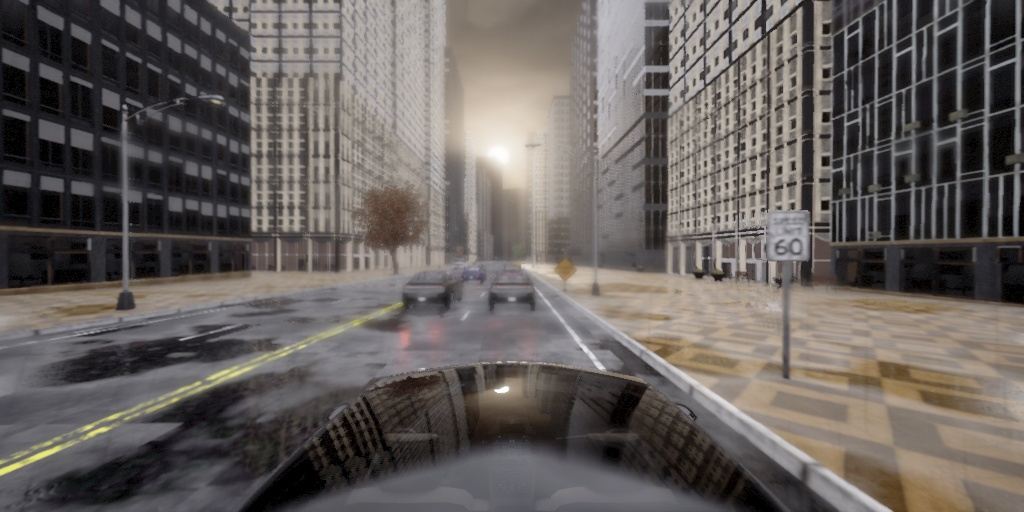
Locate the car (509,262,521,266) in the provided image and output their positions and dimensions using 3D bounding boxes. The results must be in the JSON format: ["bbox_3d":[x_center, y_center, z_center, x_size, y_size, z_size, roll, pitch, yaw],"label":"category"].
[{"bbox_3d":[0.022,1.519,30.364,1.837,1.490,4.892,0,0,1],"label":"car"}]

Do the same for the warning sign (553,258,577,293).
[{"bbox_3d":[2.849,1.026,19.313,1.300,1.860,1.060,0,0,0],"label":"warning sign"}]

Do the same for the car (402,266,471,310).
[{"bbox_3d":[-3.226,1.367,15.369,2.128,1.511,4.902,0,0,1],"label":"car"}]

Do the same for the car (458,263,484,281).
[{"bbox_3d":[-3.223,1.541,30.771,1.812,1.442,4.674,0,0,1],"label":"car"}]

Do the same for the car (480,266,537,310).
[{"bbox_3d":[0.024,1.368,15.371,2.128,1.511,4.902,0,0,1],"label":"car"}]
